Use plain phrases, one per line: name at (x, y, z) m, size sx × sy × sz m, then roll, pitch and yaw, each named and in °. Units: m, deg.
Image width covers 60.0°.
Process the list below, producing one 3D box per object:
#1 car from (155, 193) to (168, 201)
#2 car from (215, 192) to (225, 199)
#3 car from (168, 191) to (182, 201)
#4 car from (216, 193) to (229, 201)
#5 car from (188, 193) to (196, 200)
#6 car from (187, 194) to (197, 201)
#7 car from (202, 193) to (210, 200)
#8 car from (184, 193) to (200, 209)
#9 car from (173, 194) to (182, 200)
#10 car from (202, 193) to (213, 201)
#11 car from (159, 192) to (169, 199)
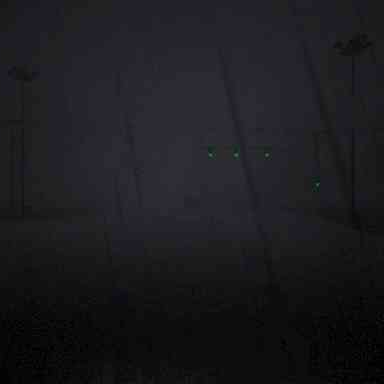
car at (-6.985, 1.202, 72.221) m, size 2.033 × 1.411 × 5.357 m, roll 0°, pitch 0°, yaw 0°
car at (7.018, 0.911, 82.586) m, size 2.097 × 1.767 × 4.553 m, roll 0°, pitch 0°, yaw 0°
car at (-3.484, 0.887, 72.226) m, size 2.150 × 2.045 × 5.566 m, roll 0°, pitch 0°, yaw 0°
car at (7.015, 1.211, 72.707) m, size 1.994 × 1.385 × 4.181 m, roll 0°, pitch 0°, yaw 0°
car at (0.018, 1.059, 82.619) m, size 1.837 × 1.490 × 4.892 m, roll 0°, pitch 0°, yaw 0°
car at (0.016, 1.212, 72.786) m, size 1.994 × 1.385 × 4.181 m, roll 0°, pitch 0°, yaw 0°
car at (3.518, 1.080, 82.618) m, size 1.812 × 1.442 × 4.674 m, roll 0°, pitch 0°, yaw 0°
car at (0.009, 1.279, 42.388) m, size 1.882 × 1.535 × 5.008 m, roll 0°, pitch 0°, yaw 0°
car at (-3.482, 1.114, 82.621) m, size 1.994 × 1.385 × 4.181 m, roll 0°, pitch 0°, yaw 0°
car at (3.515, 1.186, 72.345) m, size 2.128 × 1.511 × 4.902 m, roll 0°, pitch 0°, yaw 0°
car at (-6.982, 0.917, 82.590) m, size 2.097 × 1.767 × 4.553 m, roll 0°, pitch 0°, yaw 0°
